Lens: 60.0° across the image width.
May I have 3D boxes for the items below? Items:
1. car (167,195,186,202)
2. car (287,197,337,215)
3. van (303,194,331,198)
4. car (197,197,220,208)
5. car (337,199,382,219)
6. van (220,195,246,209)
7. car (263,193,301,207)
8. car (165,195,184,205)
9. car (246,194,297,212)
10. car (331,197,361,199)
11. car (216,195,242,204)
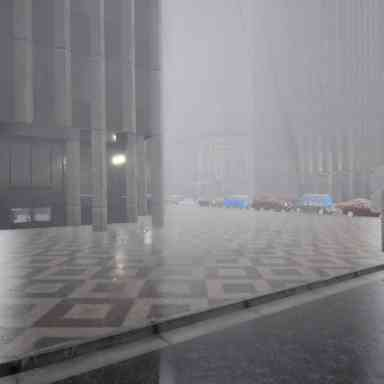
[{"bbox_3d":[-3.334,1.258,69.771,2.008,1.369,4.403,-1,1,-36],"label":"car"},{"bbox_3d":[12.235,1.549,33.369,2.008,1.369,4.403,-1,1,-36],"label":"car"},{"bbox_3d":[15.958,1.179,42.813,1.690,1.788,3.998,-1,1,-36],"label":"van"},{"bbox_3d":[2.582,1.372,46.843,1.967,1.590,4.097,-1,1,-36],"label":"car"},{"bbox_3d":[15.453,1.567,28.877,1.887,1.381,4.507,-1,1,-36],"label":"car"},{"bbox_3d":[5.798,1.294,42.351,1.690,1.788,3.998,-1,1,-36],"label":"van"},{"bbox_3d":[12.742,1.130,47.305,2.192,1.841,5.009,-1,1,-36],"label":"car"},{"bbox_3d":[-3.853,1.439,55.828,2.008,1.369,4.403,-1,1,-36],"label":"car"},{"bbox_3d":[9.016,1.291,37.858,2.192,1.841,5.009,-1,1,-36],"label":"car"},{"bbox_3d":[19.075,1.385,38.461,1.752,1.417,4.829,-1,1,-36],"label":"car"},{"bbox_3d":[6.214,1.297,56.431,1.752,1.417,4.829,-1,1,-36],"label":"car"}]
